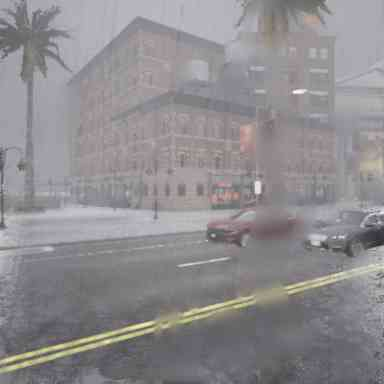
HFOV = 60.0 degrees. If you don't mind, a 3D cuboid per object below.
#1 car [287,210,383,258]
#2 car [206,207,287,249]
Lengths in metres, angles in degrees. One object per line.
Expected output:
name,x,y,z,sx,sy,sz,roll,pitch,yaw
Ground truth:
car,6.166,1.453,12.602,4.902,1.511,2.128,0,0,-35
car,2.887,1.441,14.577,5.008,1.535,1.882,0,0,-35
